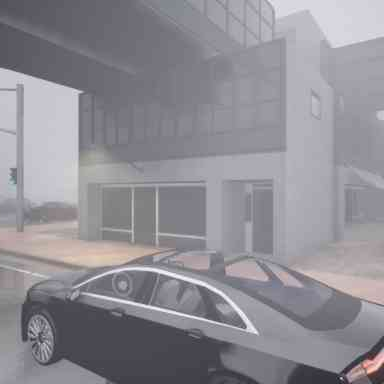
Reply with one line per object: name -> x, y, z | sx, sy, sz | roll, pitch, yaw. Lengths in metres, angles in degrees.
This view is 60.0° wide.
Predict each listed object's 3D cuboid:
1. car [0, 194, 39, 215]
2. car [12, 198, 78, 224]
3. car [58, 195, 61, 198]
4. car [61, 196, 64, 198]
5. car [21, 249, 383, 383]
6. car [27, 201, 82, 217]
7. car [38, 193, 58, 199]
car -> -17.924, 1.352, 32.439 | 2.097, 1.767, 4.553 | 0, 0, 36
car -> -10.223, 1.477, 24.824 | 1.882, 1.535, 5.008 | 0, 0, 36
car -> -28.886, 1.364, 71.739 | 3.905, 1.438, 1.784 | 0, 0, 35
car -> -12.587, 1.478, 39.671 | 1.882, 1.535, 5.008 | 0, 0, 37
car -> -0.235, 1.492, 4.160 | 4.902, 1.511, 2.128 | 0, 0, 35
car -> -13.426, 1.601, 32.665 | 1.895, 1.301, 4.718 | 0, 0, 36
car -> -30.613, 1.153, 69.413 | 4.605, 1.855, 1.932 | 0, 0, 35
